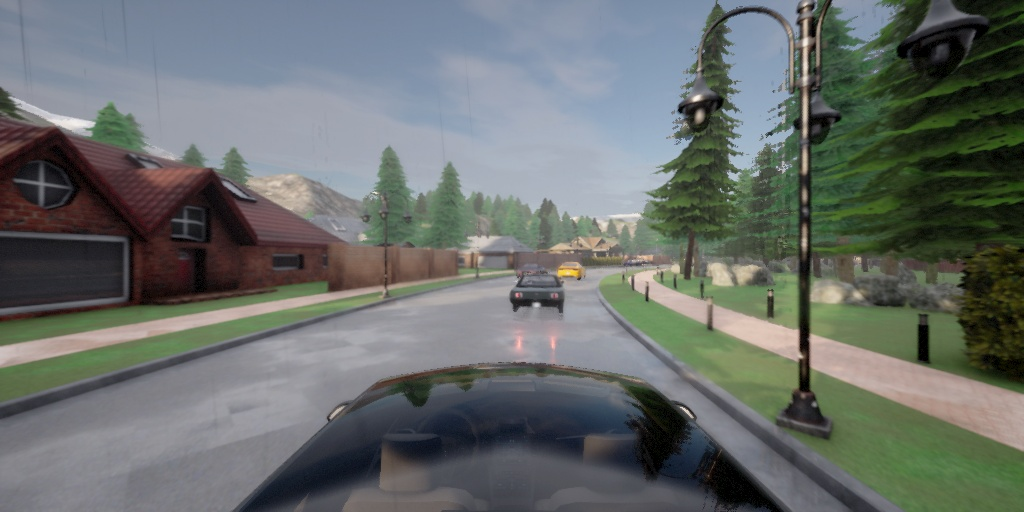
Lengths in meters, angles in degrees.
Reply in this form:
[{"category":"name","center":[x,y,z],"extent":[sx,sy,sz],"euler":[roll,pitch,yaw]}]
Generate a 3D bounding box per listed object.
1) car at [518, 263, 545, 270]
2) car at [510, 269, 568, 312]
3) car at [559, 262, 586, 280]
[{"category":"car","center":[1.812,1.352,32.694],"extent":[1.994,1.385,4.181],"euler":[0,0,19]},{"category":"car","center":[1.143,1.367,14.305],"extent":[1.895,1.301,4.718],"euler":[0,0,8]},{"category":"car","center":[5.357,1.281,31.734],"extent":[1.882,1.535,5.008],"euler":[0,0,18]}]
